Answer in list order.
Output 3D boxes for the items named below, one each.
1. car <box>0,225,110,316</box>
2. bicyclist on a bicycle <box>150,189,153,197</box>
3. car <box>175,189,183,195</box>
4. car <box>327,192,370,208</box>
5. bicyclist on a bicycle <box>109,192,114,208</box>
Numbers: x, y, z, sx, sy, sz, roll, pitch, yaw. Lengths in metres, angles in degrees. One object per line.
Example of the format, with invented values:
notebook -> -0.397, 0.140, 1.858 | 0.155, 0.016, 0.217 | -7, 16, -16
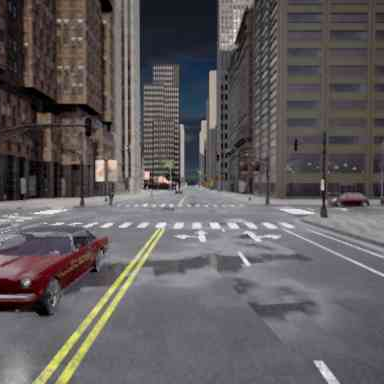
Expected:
car -> -3.323, 1.490, 7.388 | 1.895, 1.301, 4.718 | 0, 1, 0
bicyclist on a bicycle -> -8.748, 0.324, 71.436 | 0.659, 1.776, 1.843 | 0, 1, 0
car -> -3.248, 0.012, 82.192 | 1.895, 1.301, 4.718 | 0, 1, 0
car -> 16.680, 0.823, 35.749 | 4.097, 1.590, 1.967 | 0, 2, 0
bicyclist on a bicycle -> -8.749, 0.835, 35.950 | 0.659, 1.776, 1.843 | 0, 1, 0
